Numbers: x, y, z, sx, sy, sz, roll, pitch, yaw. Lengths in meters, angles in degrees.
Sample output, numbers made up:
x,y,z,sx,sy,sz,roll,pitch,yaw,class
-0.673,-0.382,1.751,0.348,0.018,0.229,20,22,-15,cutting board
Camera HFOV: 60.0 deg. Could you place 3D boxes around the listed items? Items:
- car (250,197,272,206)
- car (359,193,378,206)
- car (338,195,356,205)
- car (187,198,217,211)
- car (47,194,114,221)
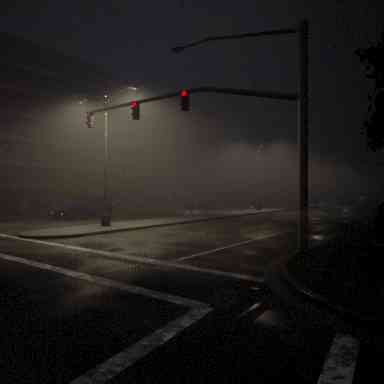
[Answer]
x,y,z,sx,sy,sz,roll,pitch,yaw,class
11.764,1.603,56.370,2.033,1.411,5.357,0,0,36,car
28.722,1.221,54.041,2.150,2.045,5.566,0,0,36,car
26.656,1.352,57.155,2.097,1.767,4.553,0,0,36,car
1.310,1.477,42.098,1.882,1.535,5.008,0,0,36,car
-9.100,1.221,27.734,2.150,2.045,5.566,0,0,36,car
